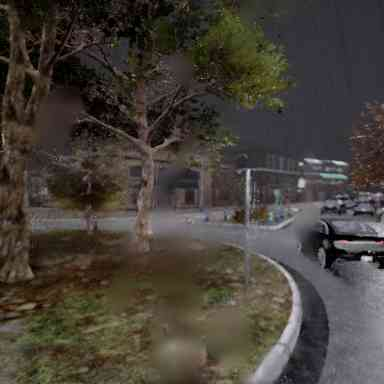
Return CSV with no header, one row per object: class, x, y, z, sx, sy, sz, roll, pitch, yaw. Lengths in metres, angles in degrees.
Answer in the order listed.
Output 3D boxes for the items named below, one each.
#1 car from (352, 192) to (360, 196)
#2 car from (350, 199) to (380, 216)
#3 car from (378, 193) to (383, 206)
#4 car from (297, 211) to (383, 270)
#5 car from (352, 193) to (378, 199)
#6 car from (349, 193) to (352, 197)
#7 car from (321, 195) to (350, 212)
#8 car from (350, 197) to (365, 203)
car,35.818,1.333,75.973,2.163,1.488,4.792,0,1,44
car,18.720,1.788,35.875,1.994,1.385,4.181,0,0,32
car,32.341,1.252,54.039,2.150,2.045,5.566,0,1,40
car,5.078,1.674,11.734,2.128,1.511,4.902,0,-1,4
car,27.876,1.428,53.388,2.097,1.767,4.553,0,0,39
car,32.083,1.385,71.946,2.097,1.535,5.008,0,1,43
car,15.962,1.585,37.326,2.097,1.767,4.553,0,0,34
car,21.782,1.730,45.530,1.994,1.385,4.181,0,0,38
